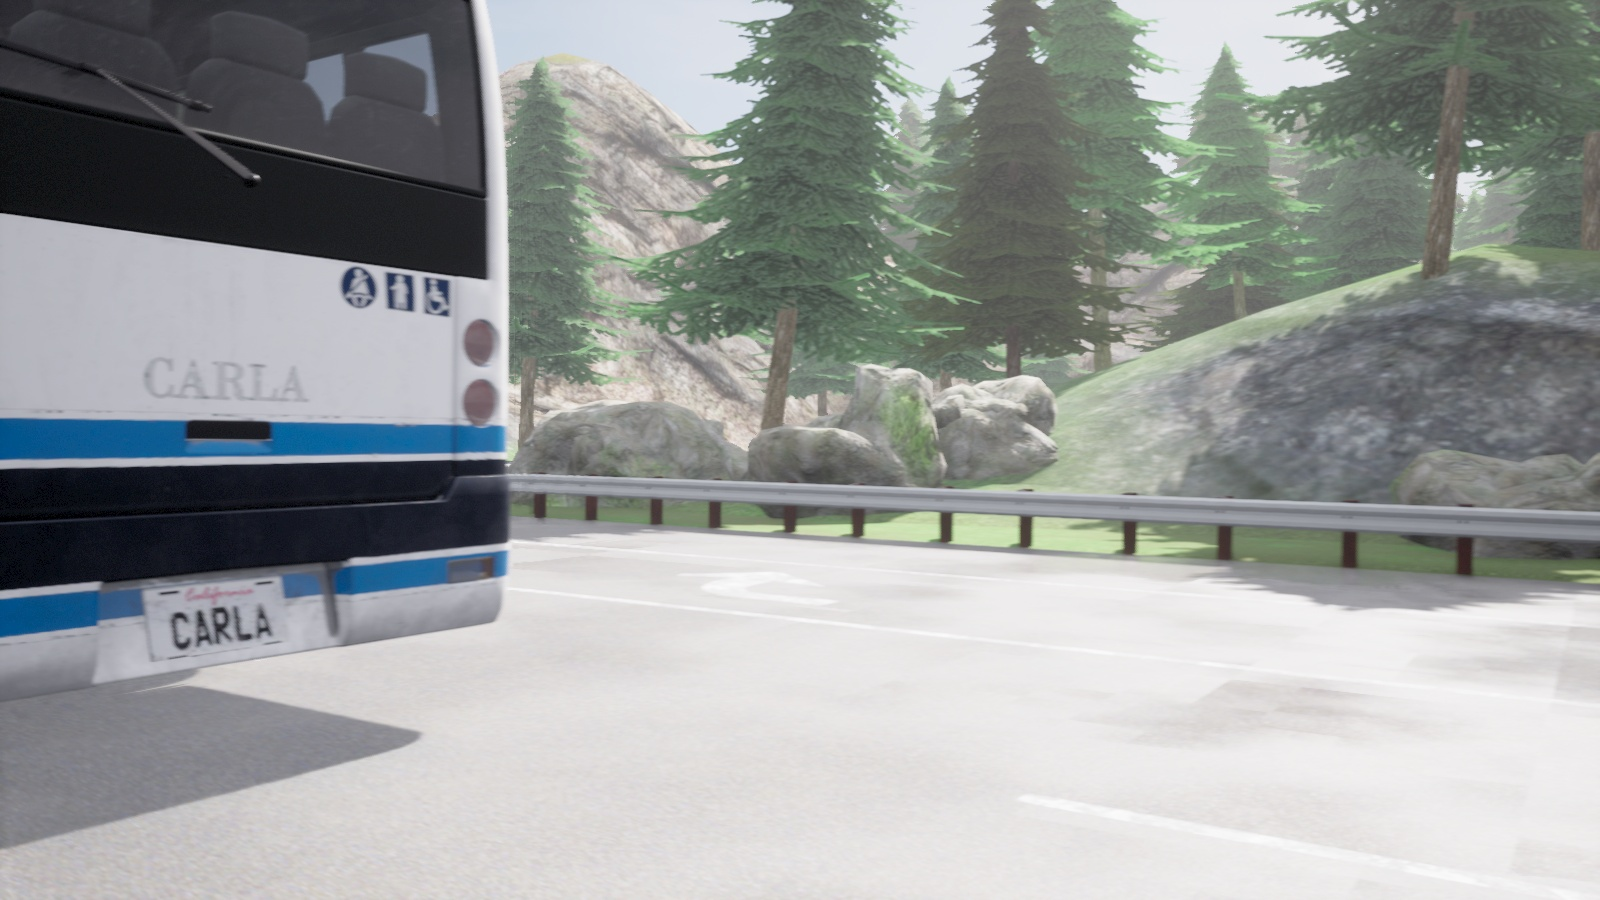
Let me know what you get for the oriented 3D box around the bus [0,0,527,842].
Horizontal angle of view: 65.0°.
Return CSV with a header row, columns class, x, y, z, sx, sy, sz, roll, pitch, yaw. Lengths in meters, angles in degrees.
class,x,y,z,sx,sy,sz,roll,pitch,yaw
bus,-6.900,-0.694,8.177,10.273,4.253,3.944,1,1,34
